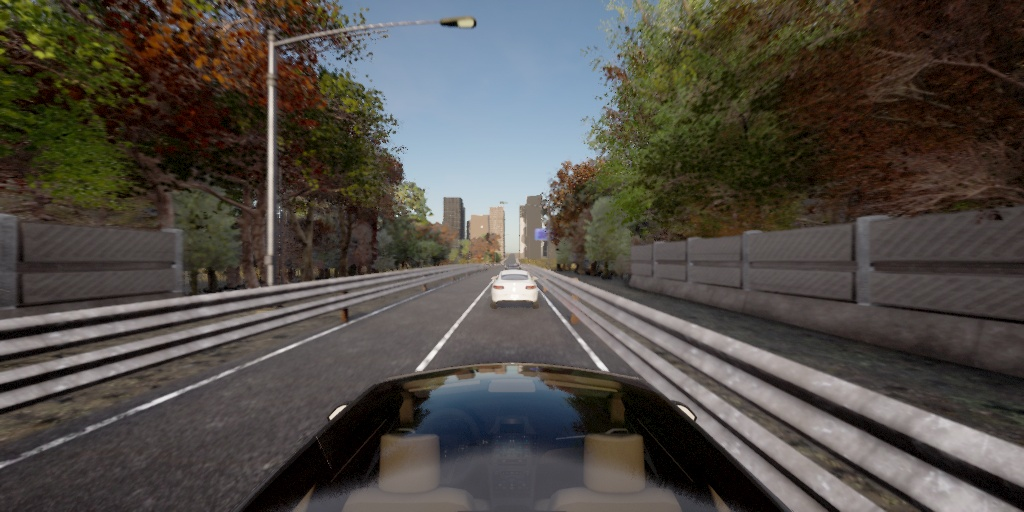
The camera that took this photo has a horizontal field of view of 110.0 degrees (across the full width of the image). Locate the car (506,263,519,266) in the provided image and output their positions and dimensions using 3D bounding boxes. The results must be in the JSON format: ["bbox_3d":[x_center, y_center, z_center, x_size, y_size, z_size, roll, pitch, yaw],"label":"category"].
[{"bbox_3d":[0.102,1.555,41.593,2.128,1.511,4.902,0,-1,0],"label":"car"}]

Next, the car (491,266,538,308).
[{"bbox_3d":[0.100,1.311,15.342,1.812,1.442,4.674,0,0,0],"label":"car"}]
